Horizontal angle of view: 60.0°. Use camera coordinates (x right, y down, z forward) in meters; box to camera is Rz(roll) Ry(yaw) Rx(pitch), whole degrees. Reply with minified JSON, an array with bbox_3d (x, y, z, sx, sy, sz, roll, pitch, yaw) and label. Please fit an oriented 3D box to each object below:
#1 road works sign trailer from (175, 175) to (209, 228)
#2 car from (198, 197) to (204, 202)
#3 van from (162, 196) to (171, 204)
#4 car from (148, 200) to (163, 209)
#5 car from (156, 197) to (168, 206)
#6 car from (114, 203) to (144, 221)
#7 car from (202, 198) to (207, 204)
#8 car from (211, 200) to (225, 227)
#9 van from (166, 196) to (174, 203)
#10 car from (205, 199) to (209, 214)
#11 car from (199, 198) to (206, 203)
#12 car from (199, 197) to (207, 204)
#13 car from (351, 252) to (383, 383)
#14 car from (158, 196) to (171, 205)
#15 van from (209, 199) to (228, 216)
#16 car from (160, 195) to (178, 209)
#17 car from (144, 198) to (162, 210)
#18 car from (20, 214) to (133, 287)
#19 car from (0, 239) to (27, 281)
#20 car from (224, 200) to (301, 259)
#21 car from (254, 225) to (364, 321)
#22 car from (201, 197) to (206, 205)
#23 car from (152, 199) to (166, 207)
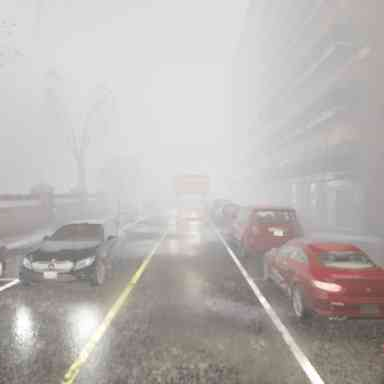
[{"bbox_3d":[-0.010,0.597,23.445,2.380,3.560,2.880,0,0,0],"label":"road works sign trailer"},{"bbox_3d":[2.662,2.001,69.029,1.802,1.307,4.206,0,0,0],"label":"car"},{"bbox_3d":[-5.721,1.802,74.658,1.690,1.788,3.998,0,0,0],"label":"van"},{"bbox_3d":[-5.711,1.885,52.139,1.802,1.307,4.206,0,0,0],"label":"car"},{"bbox_3d":[-5.715,1.818,63.396,1.967,1.590,4.097,0,0,0],"label":"car"},{"bbox_3d":[-5.701,1.694,29.447,1.752,1.417,4.829,0,0,0],"label":"car"},{"bbox_3d":[2.674,1.787,40.881,2.008,1.369,4.403,0,0,0],"label":"car"},{"bbox_3d":[2.682,1.576,23.990,1.967,1.590,4.097,0,0,0],"label":"car"},{"bbox_3d":[-5.726,1.885,85.919,1.690,1.788,3.998,0,0,0],"label":"van"},{"bbox_3d":[2.677,1.769,35.251,1.947,1.339,4.313,0,0,0],"label":"car"},{"bbox_3d":[2.654,2.125,85.921,1.802,1.307,4.206,0,0,0],"label":"car"},{"bbox_3d":[2.657,1.942,80.292,1.967,1.590,4.097,0,0,0],"label":"car"},{"bbox_3d":[2.692,1.449,1.469,1.967,1.590,4.097,0,0,0],"label":"car"},{"bbox_3d":[-5.719,1.734,69.028,2.192,1.841,5.009,0,0,0],"label":"car"},{"bbox_3d":[2.680,1.511,29.621,1.690,1.788,3.998,0,0,0],"label":"van"},{"bbox_3d":[-3.094,1.512,50.170,2.150,2.045,5.566,0,0,0],"label":"car"},{"bbox_3d":[-5.708,1.835,46.509,1.947,1.339,4.313,0,0,0],"label":"car"},{"bbox_3d":[-3.104,1.578,9.623,1.812,1.442,4.674,0,0,0],"label":"car"},{"bbox_3d":[-5.691,1.590,7.096,2.008,1.369,4.403,0,0,0],"label":"car"},{"bbox_3d":[2.687,1.386,12.730,2.192,1.841,5.009,0,0,0],"label":"car"},{"bbox_3d":[2.689,1.621,7.100,1.802,1.307,4.206,0,0,0],"label":"car"},{"bbox_3d":[2.672,1.814,46.512,1.887,1.381,4.507,0,0,0],"label":"car"},{"bbox_3d":[-5.714,1.883,57.767,1.887,1.381,4.507,0,0,0],"label":"car"}]
